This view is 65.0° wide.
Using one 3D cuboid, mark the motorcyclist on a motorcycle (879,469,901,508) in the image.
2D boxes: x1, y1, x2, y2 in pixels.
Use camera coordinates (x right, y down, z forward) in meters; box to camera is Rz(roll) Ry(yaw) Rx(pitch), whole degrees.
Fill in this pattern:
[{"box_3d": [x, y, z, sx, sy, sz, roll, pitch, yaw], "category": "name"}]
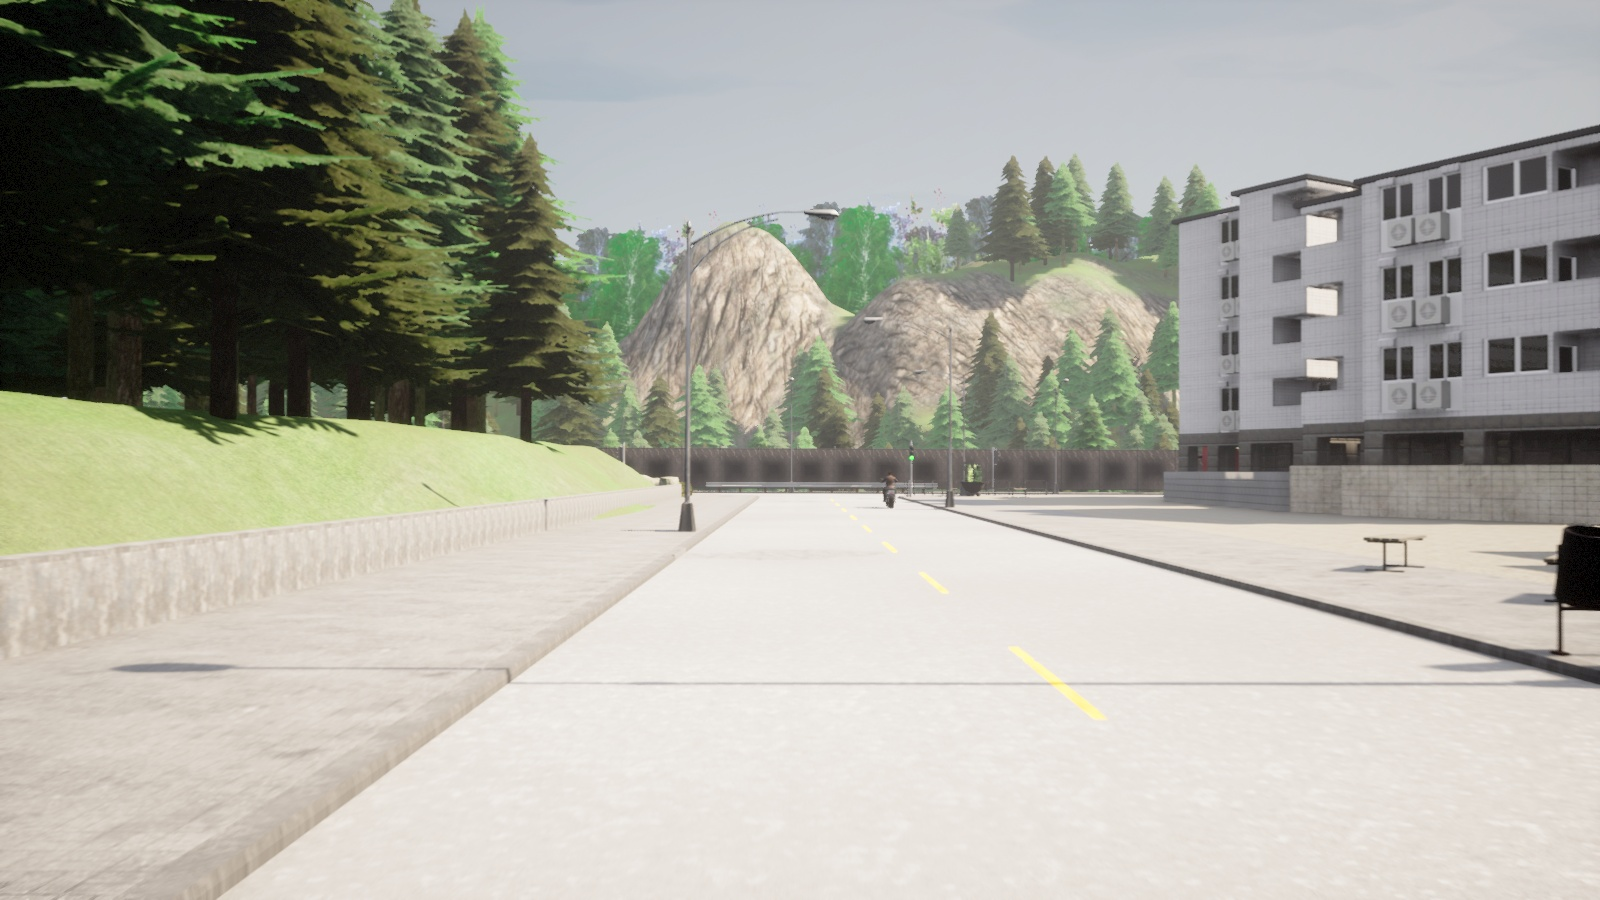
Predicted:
[{"box_3d": [3.875, 1.659, 54.310, 0.766, 1.649, 2.350, 0, -1, 0], "category": "motorcyclist on a motorcycle"}]
